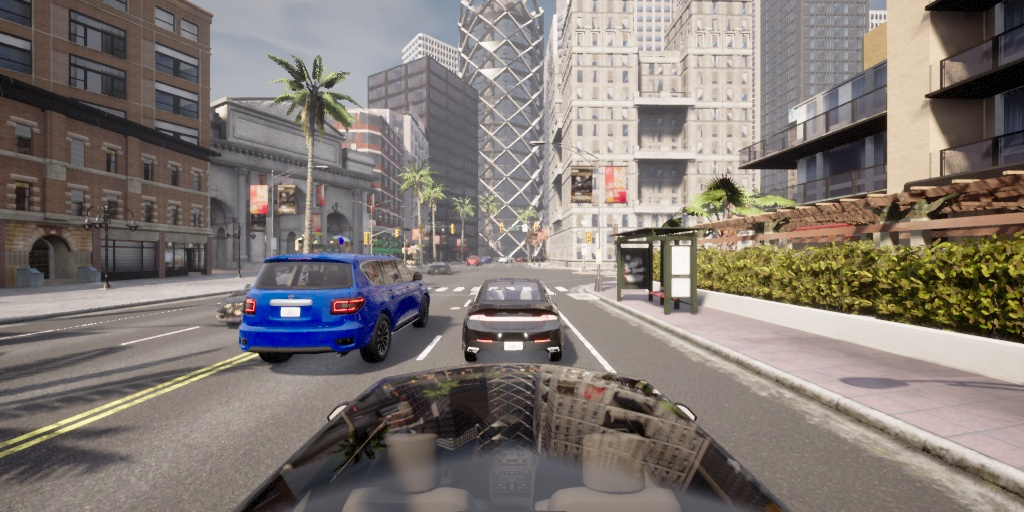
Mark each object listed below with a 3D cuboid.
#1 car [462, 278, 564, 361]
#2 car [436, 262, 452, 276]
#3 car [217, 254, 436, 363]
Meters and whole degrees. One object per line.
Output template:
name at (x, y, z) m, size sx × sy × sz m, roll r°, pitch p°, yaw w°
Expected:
car at (0.013, 1.242, 8.228) m, size 2.128 × 1.511 × 4.902 m, roll 0°, pitch 0°, yaw 0°
car at (-7.467, 1.314, 37.272) m, size 1.994 × 1.385 × 4.181 m, roll 0°, pitch 0°, yaw -1°
car at (-3.489, 0.971, 8.313) m, size 2.150 × 2.045 × 5.566 m, roll 0°, pitch 0°, yaw 0°
